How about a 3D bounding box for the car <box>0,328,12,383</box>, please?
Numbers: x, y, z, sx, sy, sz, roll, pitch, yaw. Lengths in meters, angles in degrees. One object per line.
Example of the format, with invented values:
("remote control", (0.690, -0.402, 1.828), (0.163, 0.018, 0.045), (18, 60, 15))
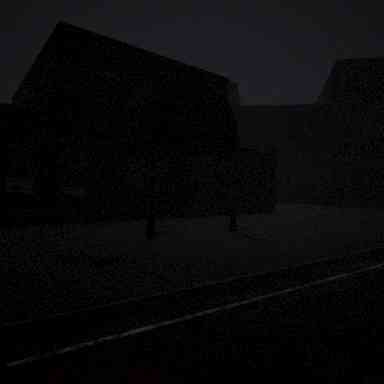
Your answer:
("car", (-3.563, 1.501, 1.434), (4.892, 1.490, 1.837), (0, 0, -35))
